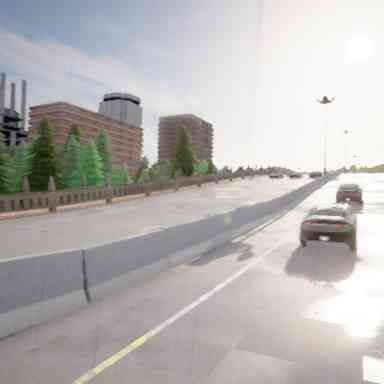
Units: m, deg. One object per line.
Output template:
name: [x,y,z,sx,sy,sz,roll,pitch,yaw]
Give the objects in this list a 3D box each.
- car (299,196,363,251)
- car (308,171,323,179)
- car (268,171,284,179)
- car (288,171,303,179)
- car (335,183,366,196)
car: [5.499,1.185,13.066,2.128,1.511,4.902,0,3,28]
car: [22.247,-3.141,59.794,1.994,1.385,4.181,0,6,28]
car: [16.003,-3.184,62.922,2.033,1.411,5.357,0,6,28]
car: [19.118,-3.114,61.340,1.895,1.301,4.718,0,6,28]
car: [12.456,0.031,26.225,1.837,1.490,4.892,0,6,28]
